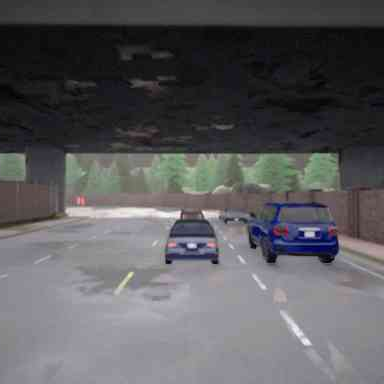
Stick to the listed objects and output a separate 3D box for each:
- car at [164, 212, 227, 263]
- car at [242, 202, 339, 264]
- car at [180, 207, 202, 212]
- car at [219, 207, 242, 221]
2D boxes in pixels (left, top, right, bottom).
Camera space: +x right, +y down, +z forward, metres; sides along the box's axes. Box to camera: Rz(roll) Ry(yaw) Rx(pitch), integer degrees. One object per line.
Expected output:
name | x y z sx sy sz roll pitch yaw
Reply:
car | 0.006 1.684 12.493 2.033 1.411 5.357 0 -1 0
car | 3.506 1.362 12.549 2.150 2.045 5.566 0 0 0
car | -0.100 1.907 28.220 1.895 1.301 4.718 0 -1 -2
car | 3.398 1.907 28.219 1.895 1.301 4.718 0 -1 -3
